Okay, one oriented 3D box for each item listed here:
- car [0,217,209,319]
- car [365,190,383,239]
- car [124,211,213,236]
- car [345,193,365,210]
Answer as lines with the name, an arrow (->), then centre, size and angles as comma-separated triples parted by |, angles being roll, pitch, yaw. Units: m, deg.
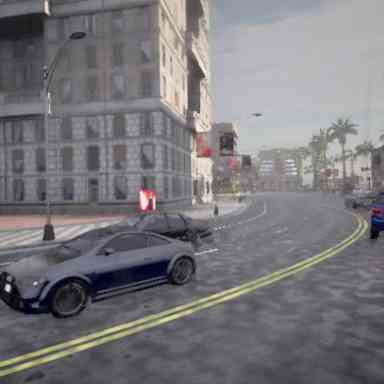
car -> -1.880, 1.530, 7.417 | 4.181, 1.385, 1.994 | -2, 1, -42
car -> 9.306, 0.898, 14.811 | 2.150, 2.045, 5.566 | 0, 1, 33
car -> -1.482, 1.456, 12.405 | 2.033, 1.411, 5.357 | -1, 1, 44
car -> 15.970, 0.870, 31.812 | 2.128, 1.511, 4.902 | -1, 1, 14
